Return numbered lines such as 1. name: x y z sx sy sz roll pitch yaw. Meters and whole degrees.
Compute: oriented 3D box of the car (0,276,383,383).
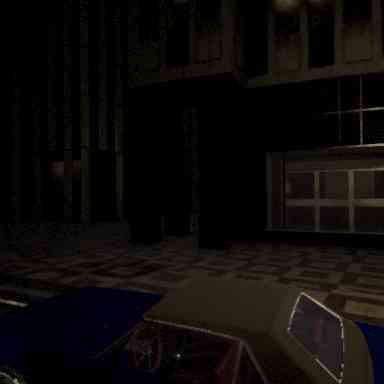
1. car: 0.009 1.600 3.301 4.718 1.301 1.895 0 0 24
